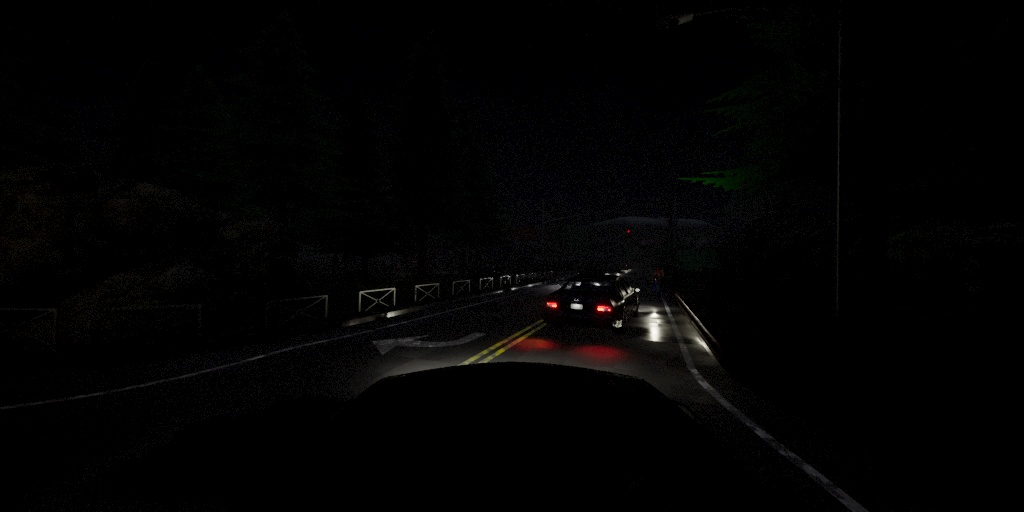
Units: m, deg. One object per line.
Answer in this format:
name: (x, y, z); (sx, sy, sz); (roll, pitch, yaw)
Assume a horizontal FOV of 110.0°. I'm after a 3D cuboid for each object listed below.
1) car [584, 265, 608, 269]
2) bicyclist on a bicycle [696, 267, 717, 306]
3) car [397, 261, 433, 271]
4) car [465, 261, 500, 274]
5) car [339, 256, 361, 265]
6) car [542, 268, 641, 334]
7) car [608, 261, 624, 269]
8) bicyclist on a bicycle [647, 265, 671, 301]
car: (6.926, 1.537, 31.376); (1.895, 1.301, 4.718); (1, -1, 21)
bicyclist on a bicycle: (8.215, 1.273, 15.098); (1.656, 1.620, 0.582); (1, 0, -33)
car: (-13.086, 1.396, 48.408); (5.008, 1.535, 1.882); (1, -1, 21)
car: (-3.768, 1.392, 44.810); (4.553, 1.767, 2.097); (1, -1, 21)
car: (-22.663, 1.018, 52.410); (5.566, 2.045, 2.150); (1, -1, 25)
car: (2.534, 1.231, 10.403); (2.033, 1.411, 5.357); (1, -1, 25)
car: (14.581, 1.762, 51.670); (1.812, 1.442, 4.674); (1, -1, 23)
bicyclist on a bicycle: (6.802, 1.259, 16.513); (1.656, 1.620, 0.582); (1, 0, -30)
